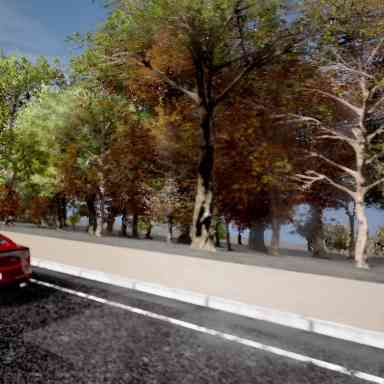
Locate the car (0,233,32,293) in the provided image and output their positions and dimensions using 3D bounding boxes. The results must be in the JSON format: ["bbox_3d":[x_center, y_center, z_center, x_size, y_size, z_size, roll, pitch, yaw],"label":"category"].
[{"bbox_3d":[-5.768,1.477,7.786,5.008,1.535,1.882,0,0,35],"label":"car"}]
